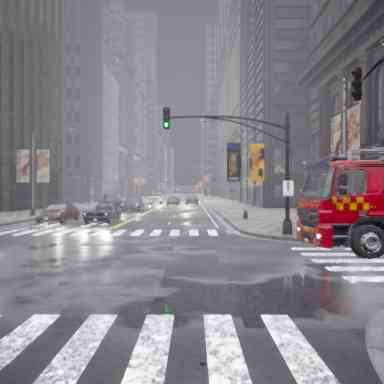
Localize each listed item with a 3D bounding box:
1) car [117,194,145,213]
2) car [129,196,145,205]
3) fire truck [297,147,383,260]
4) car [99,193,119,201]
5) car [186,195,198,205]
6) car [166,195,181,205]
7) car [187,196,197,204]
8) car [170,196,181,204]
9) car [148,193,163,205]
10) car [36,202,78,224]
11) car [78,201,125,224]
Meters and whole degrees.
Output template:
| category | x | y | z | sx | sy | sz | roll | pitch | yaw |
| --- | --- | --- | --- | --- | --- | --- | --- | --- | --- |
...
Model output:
| category | x | y | z | sx | sy | sz | roll | pitch | yaw |
| --- | --- | --- | --- | --- | --- | --- | --- | --- | --- |
| car | -6.593 | 1.341 | 37.129 | 2.097 | 1.767 | 4.553 | 0 | 0 | 0 |
| car | -9.760 | 1.465 | 59.433 | 2.128 | 1.511 | 4.902 | 0 | 0 | 0 |
| fire truck | 8.503 | 0.347 | 12.366 | 8.468 | 3.827 | 2.891 | 0 | 0 | 0 |
| car | -9.843 | 1.205 | 40.473 | 2.150 | 2.045 | 5.566 | 0 | 0 | 0 |
| car | 0.000 | 1.326 | 56.258 | 2.097 | 1.767 | 4.553 | 0 | 0 | 0 |
| car | -3.250 | 1.538 | 56.288 | 1.994 | 1.385 | 4.181 | 0 | 0 | 0 |
| car | 0.000 | 1.471 | 66.294 | 1.837 | 1.490 | 4.892 | 0 | 0 | 0 |
| car | -3.250 | 1.471 | 66.294 | 1.837 | 1.490 | 4.892 | 0 | 0 | 0 |
| car | -6.506 | 1.197 | 59.711 | 2.150 | 2.045 | 5.566 | 0 | 0 | 0 |
| car | -9.845 | 1.518 | 24.790 | 1.812 | 1.442 | 4.674 | 0 | 0 | 0 |
| car | -6.590 | 1.593 | 24.776 | 1.895 | 1.301 | 4.718 | 0 | 0 | 0 |
